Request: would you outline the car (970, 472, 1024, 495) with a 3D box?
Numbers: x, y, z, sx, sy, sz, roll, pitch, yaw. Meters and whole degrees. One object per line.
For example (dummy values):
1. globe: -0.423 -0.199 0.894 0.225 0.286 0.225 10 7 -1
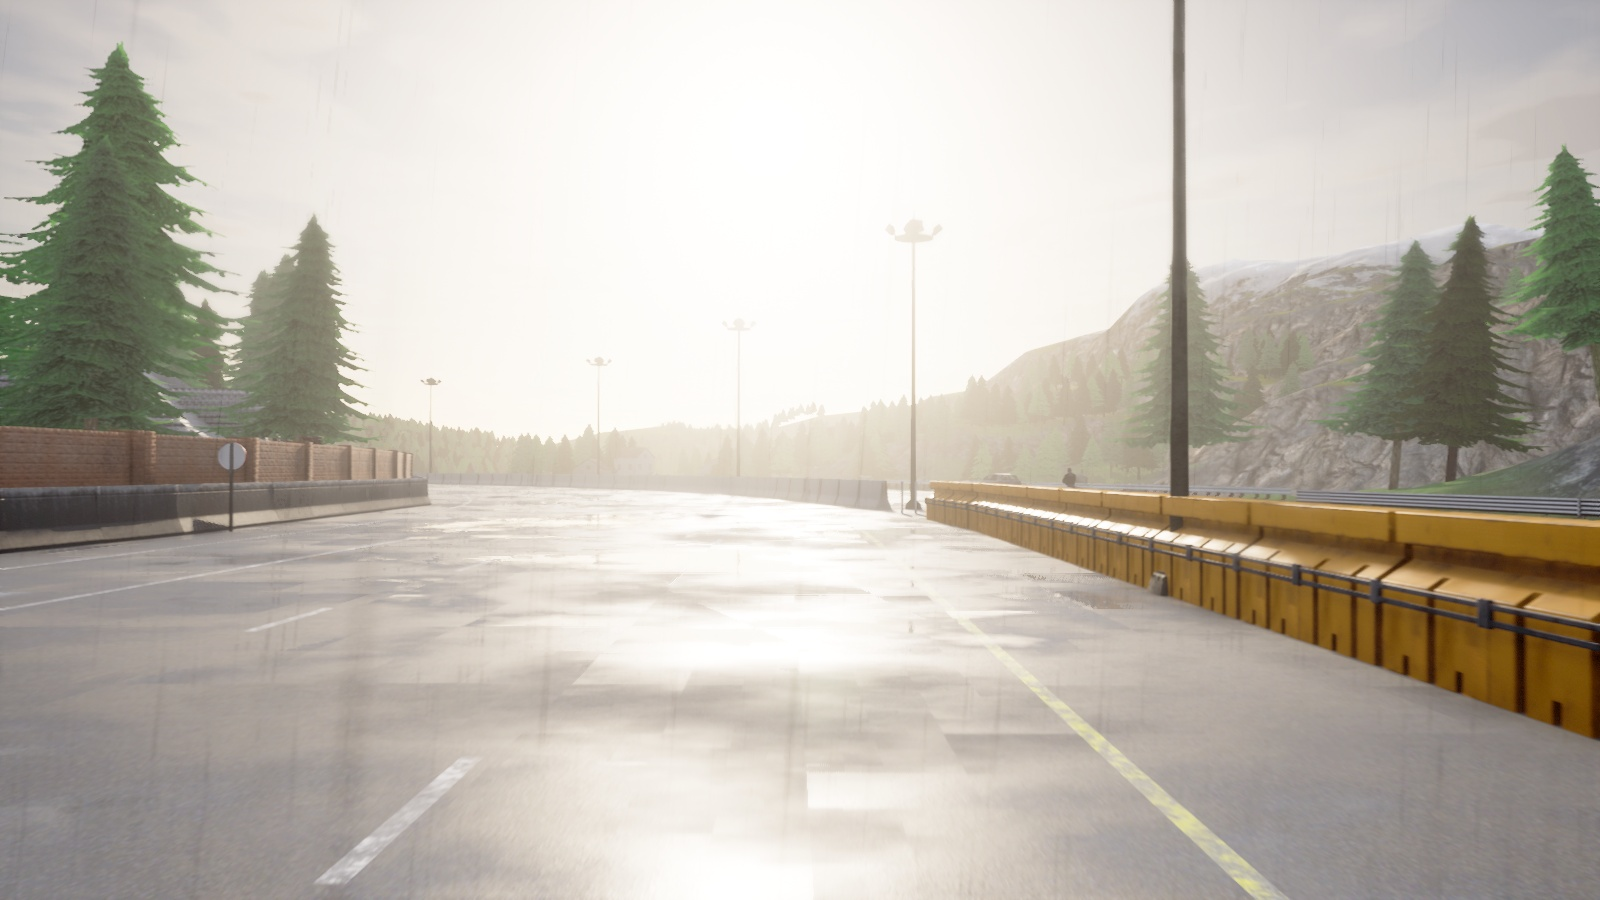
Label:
1. car: 12.771 2.143 81.606 1.816 1.474 4.193 0 -1 -18
